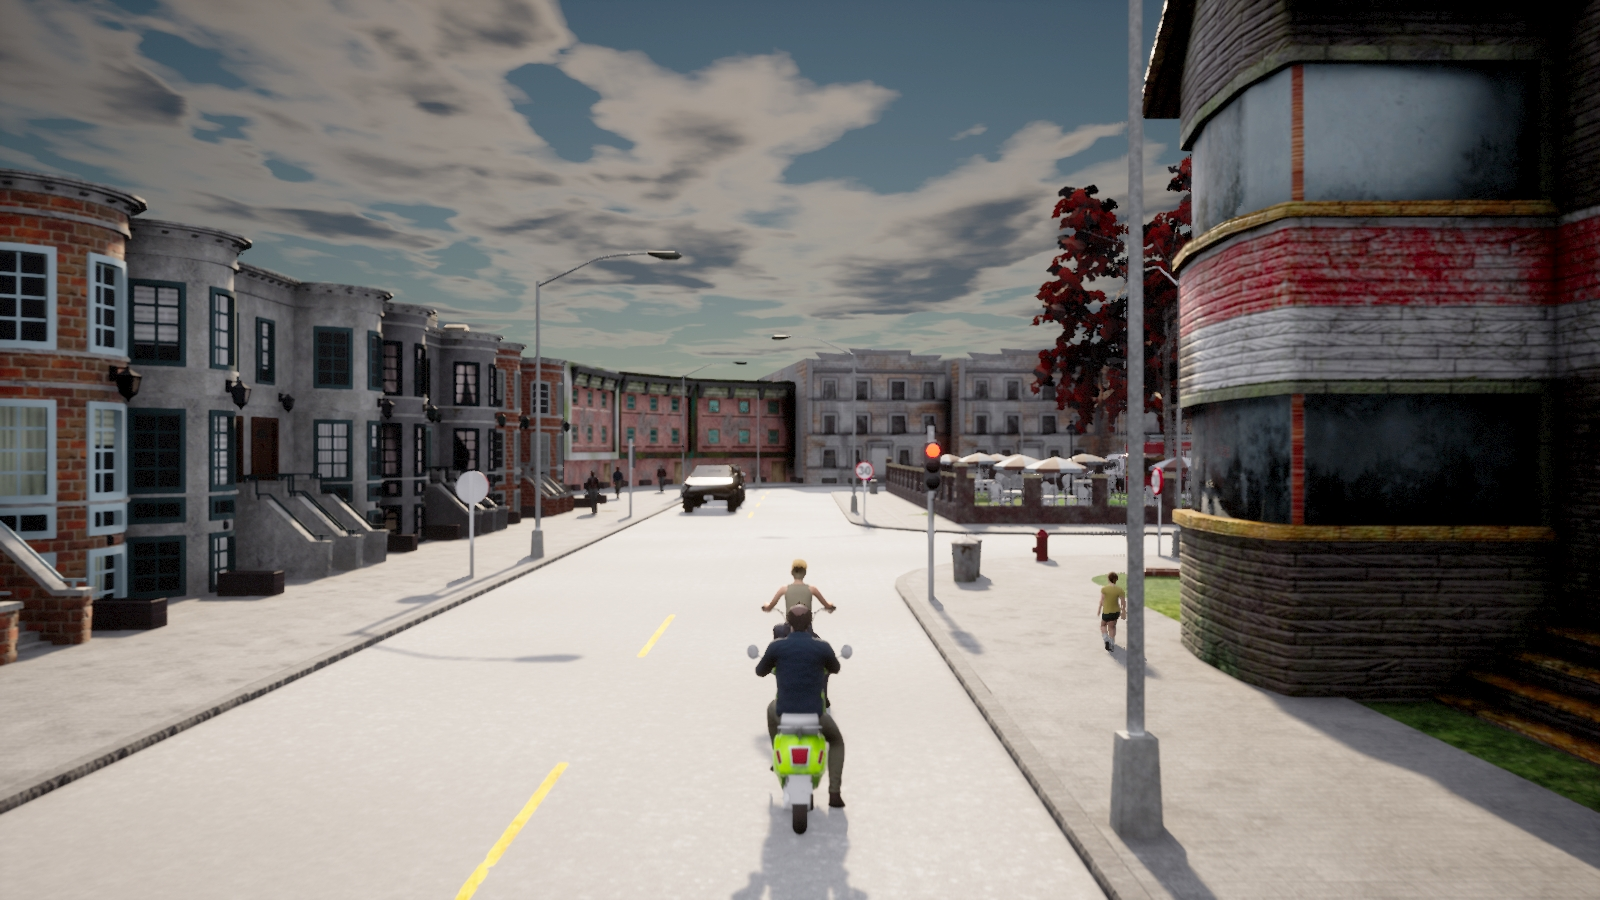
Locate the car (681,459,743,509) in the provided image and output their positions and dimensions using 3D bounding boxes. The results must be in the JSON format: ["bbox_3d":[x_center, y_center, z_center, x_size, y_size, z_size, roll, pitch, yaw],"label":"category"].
[{"bbox_3d":[-3.995,1.512,53.058,2.390,2.098,6.274,0,0,0],"label":"car"}]

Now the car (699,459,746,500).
[{"bbox_3d":[-4.048,1.534,60.781,2.150,2.045,5.566,0,0,0],"label":"car"}]

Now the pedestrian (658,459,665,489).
[{"bbox_3d":[-8.586,1.495,70.807,0.375,1.860,0.375,0,0,7],"label":"pedestrian"}]

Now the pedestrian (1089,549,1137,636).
[{"bbox_3d":[4.173,1.897,15.269,0.500,1.100,0.500,0,0,0],"label":"pedestrian"}]

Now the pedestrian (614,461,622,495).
[{"bbox_3d":[-9.797,1.499,61.433,0.375,1.860,0.375,0,0,-3],"label":"pedestrian"}]

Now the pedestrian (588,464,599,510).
[{"bbox_3d":[-8.461,1.505,46.907,0.375,1.860,0.375,0,0,3],"label":"pedestrian"}]
